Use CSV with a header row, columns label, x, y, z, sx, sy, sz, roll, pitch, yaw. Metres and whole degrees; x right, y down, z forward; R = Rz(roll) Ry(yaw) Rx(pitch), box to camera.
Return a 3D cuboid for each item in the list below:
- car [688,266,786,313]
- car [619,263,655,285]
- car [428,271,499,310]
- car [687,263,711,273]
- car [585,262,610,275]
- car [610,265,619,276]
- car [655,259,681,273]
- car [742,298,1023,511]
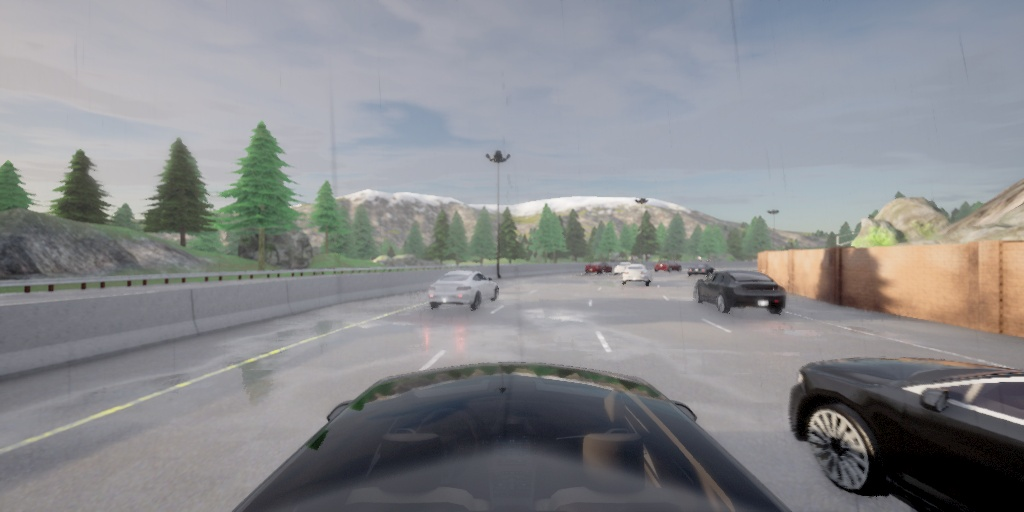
label,x,y,z,sx,sy,sz,roll,pitch,yaw
car,8.663,1.307,14.023,1.837,1.490,4.892,-1,-1,12
car,9.657,1.385,27.496,1.812,1.442,4.674,0,-1,24
car,-1.906,1.328,14.937,1.812,1.442,4.674,0,0,12
car,19.701,1.451,37.209,2.033,1.411,5.357,0,0,38
car,10.272,1.396,41.969,1.882,1.535,5.008,-1,-1,36
car,12.702,1.435,39.365,1.812,1.442,4.674,0,0,36
car,21.311,1.305,48.939,4.553,1.767,2.097,0,0,-43
car,3.677,1.242,1.599,2.128,1.511,4.902,0,0,1
